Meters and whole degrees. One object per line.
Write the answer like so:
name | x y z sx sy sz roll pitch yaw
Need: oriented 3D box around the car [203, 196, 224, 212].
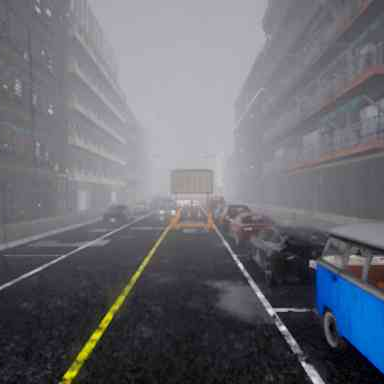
car | 2.684 1.387 37.422 2.192 1.841 5.009 0 0 0

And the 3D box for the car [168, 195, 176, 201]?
car | -5.713 1.599 93.787 1.967 1.590 4.097 0 0 0

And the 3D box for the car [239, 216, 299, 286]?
car | 2.689 1.585 9.240 1.947 1.339 4.313 0 0 0

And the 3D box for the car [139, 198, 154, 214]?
car | -5.698 1.597 37.253 1.752 1.417 4.829 0 0 0

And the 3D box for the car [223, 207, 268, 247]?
car | 2.689 1.575 14.876 1.887 1.381 4.507 0 0 0

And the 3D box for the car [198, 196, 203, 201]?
car | 2.668 1.676 88.319 1.752 1.417 4.829 0 0 0

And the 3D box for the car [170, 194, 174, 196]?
car | -5.711 1.466 88.152 2.192 1.841 5.009 0 0 0

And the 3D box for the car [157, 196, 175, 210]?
car | -3.100 1.607 43.412 1.812 1.442 4.674 0 0 0

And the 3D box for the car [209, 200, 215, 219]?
car | 2.686 1.603 26.149 2.008 1.369 4.403 0 0 0

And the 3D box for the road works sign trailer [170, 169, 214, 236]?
road works sign trailer | -0.005 0.502 18.647 2.380 3.560 2.880 0 0 0

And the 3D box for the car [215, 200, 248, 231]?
car | 2.687 1.482 20.513 1.967 1.590 4.097 0 0 0

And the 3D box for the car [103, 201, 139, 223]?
car | -5.696 1.618 26.149 1.947 1.339 4.313 0 0 0

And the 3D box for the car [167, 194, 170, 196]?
car | -5.704 1.423 59.970 2.192 1.841 5.009 0 0 0

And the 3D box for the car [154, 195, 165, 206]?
car | -5.703 1.539 54.333 1.967 1.590 4.097 0 0 0

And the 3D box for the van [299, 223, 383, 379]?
van | 2.692 1.349 3.604 1.690 1.788 3.998 0 0 0
